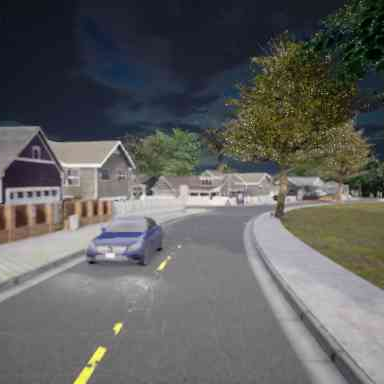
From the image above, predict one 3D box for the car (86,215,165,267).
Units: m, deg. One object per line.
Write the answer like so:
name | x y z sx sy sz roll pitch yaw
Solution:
car | -2.142 1.598 11.942 1.812 1.442 4.674 0 0 6
